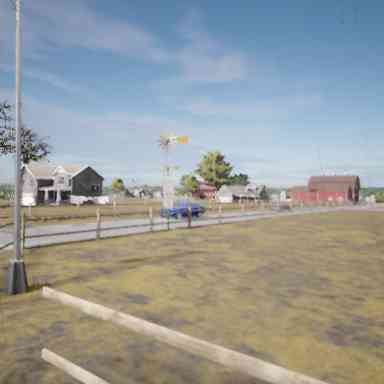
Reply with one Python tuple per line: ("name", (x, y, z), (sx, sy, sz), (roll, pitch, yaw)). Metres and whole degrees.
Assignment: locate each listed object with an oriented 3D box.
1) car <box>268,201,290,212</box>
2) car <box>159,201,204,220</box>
("car", (12.657, 2.016, 47.808), (1.812, 1.442, 4.674), (1, 0, 37))
("car", (-0.859, 1.592, 29.798), (1.882, 1.535, 5.008), (1, 0, 37))
